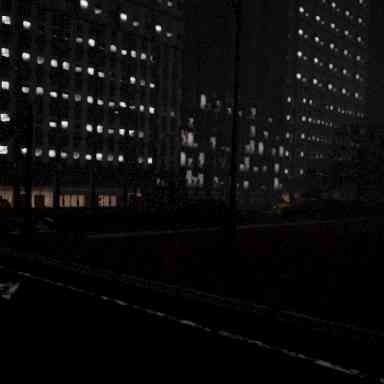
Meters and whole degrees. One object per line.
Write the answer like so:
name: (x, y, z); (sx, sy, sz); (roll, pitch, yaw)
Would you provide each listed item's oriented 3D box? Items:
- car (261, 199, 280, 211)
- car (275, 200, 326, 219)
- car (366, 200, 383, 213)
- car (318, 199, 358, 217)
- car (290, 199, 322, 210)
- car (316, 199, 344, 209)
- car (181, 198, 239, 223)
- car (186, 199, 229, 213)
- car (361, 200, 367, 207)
car: (10.956, 1.578, 42.778); (4.829, 1.417, 1.752); (1, 2, -34)
car: (10.861, 1.833, 33.173); (4.507, 1.381, 1.887); (1, 2, -34)
car: (24.896, 2.070, 42.776); (4.313, 1.339, 1.947); (1, 2, -34)
car: (15.547, 1.675, 36.367); (5.009, 1.841, 2.192); (1, 2, -34)
car: (15.774, 1.693, 46.076); (4.313, 1.339, 1.947); (1, 2, -34)
car: (20.452, 1.781, 49.278); (4.206, 1.307, 1.802); (1, 2, -34)
car: (1.512, 1.460, 26.766); (5.009, 1.841, 2.192); (1, 2, -34)
car: (1.739, 1.462, 36.474); (4.403, 1.369, 2.008); (1, 2, -34)
car: (25.131, 1.838, 52.478); (4.313, 1.339, 1.947); (1, 2, -34)
